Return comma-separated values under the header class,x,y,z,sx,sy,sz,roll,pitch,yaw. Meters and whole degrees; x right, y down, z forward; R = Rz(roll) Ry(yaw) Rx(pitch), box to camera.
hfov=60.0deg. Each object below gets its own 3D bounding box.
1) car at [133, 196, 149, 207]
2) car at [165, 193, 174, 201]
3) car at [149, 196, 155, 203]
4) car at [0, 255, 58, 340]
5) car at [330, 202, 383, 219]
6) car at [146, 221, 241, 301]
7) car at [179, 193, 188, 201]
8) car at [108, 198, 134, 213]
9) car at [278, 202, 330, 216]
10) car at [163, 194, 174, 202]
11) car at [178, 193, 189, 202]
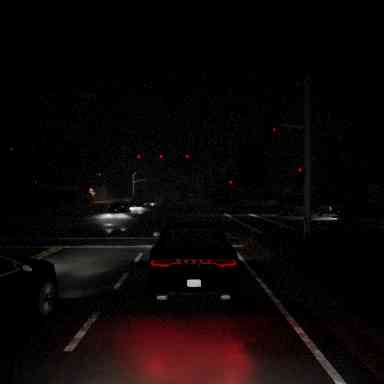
class,x,y,z,sx,sy,sz,roll,pitch,yaw
car,-8.415,1.492,51.333,2.128,1.511,4.902,0,0,-1
car,-5.695,1.270,85.188,2.097,1.767,4.553,0,0,-1
car,-8.773,1.478,68.646,1.882,1.535,5.008,0,0,-1
car,-3.468,1.492,4.428,2.128,1.511,4.902,0,0,0
car,14.759,1.564,29.002,4.181,1.385,1.994,0,0,-2
car,0.000,1.478,8.420,1.882,1.535,5.008,0,0,-1
car,-2.190,1.225,85.017,2.150,2.045,5.566,0,0,-1
car,-7.999,1.601,36.831,1.895,1.301,4.718,0,0,-2
car,10.863,1.601,32.391,4.718,1.301,1.895,0,0,-2
car,-5.422,1.533,74.583,2.033,1.411,5.357,0,0,-1
car,-1.907,1.225,74.284,2.150,2.045,5.566,0,0,-1
